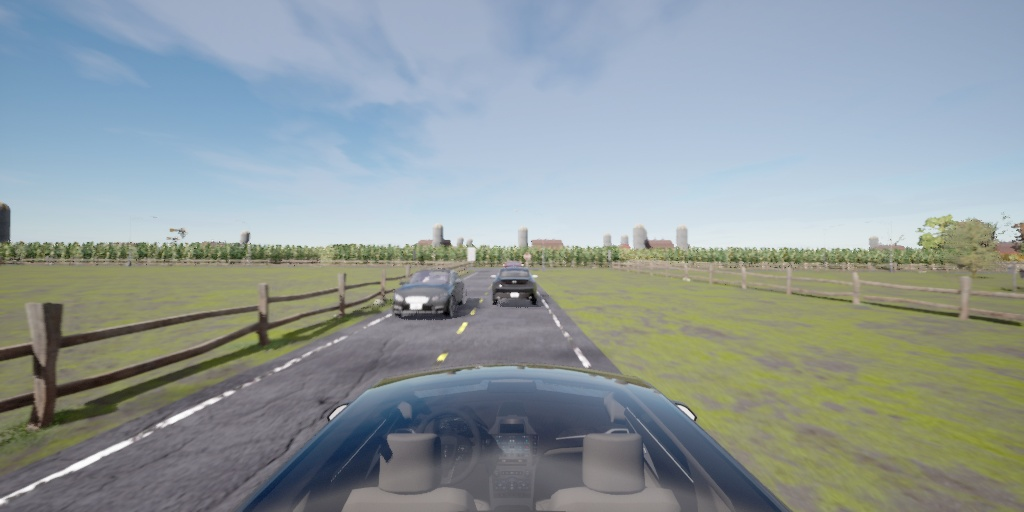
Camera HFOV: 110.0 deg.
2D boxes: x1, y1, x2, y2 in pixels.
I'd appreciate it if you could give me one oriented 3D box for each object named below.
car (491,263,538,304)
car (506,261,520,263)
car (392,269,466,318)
[{"bbox_3d":[0.104,1.253,16.208,1.837,1.490,4.892,0,0,0],"label":"car"},{"bbox_3d":[0.107,1.218,33.918,1.882,1.535,5.008,0,0,0],"label":"car"},{"bbox_3d":[-2.848,1.240,13.140,2.128,1.511,4.902,0,0,0],"label":"car"}]
